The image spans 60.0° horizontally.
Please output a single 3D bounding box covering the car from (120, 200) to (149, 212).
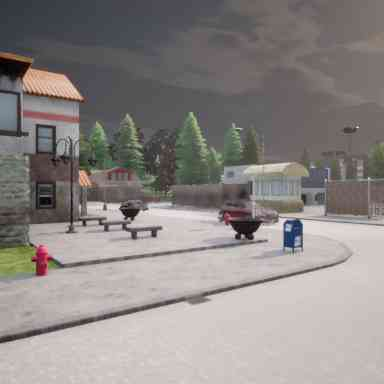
[{"bbox_3d":[-6.628,1.565,38.267,1.994,1.385,4.181,0,0,-35],"label":"car"}]

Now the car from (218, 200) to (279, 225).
[{"bbox_3d":[3.908,1.351,23.423,2.097,1.767,4.553,0,0,-35],"label":"car"}]
